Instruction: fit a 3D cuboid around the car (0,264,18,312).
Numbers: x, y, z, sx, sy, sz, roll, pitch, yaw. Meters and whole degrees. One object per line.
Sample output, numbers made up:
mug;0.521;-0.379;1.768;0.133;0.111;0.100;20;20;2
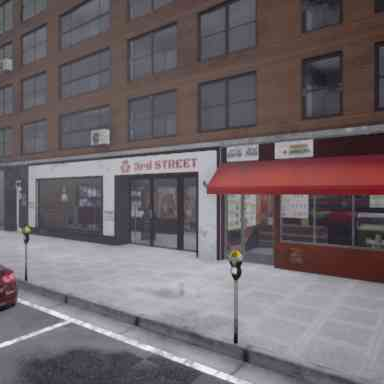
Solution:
car;-4.934;1.579;6.331;4.206;1.307;1.802;0;0;36
